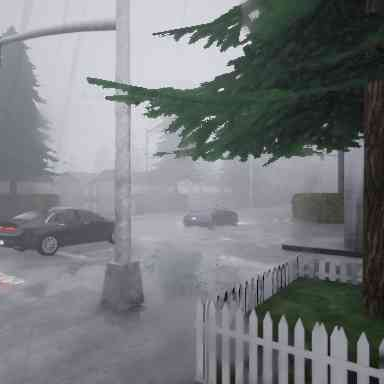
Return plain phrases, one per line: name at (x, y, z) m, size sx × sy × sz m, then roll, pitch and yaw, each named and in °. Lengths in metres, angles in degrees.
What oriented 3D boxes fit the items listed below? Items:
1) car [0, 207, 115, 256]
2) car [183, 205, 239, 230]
car at (-4.508, 1.313, 12.325) m, size 1.837 × 1.490 × 4.892 m, roll 0°, pitch 0°, yaw 35°
car at (1.263, 1.468, 20.668) m, size 1.994 × 1.385 × 4.181 m, roll 1°, pitch 1°, yaw 35°
